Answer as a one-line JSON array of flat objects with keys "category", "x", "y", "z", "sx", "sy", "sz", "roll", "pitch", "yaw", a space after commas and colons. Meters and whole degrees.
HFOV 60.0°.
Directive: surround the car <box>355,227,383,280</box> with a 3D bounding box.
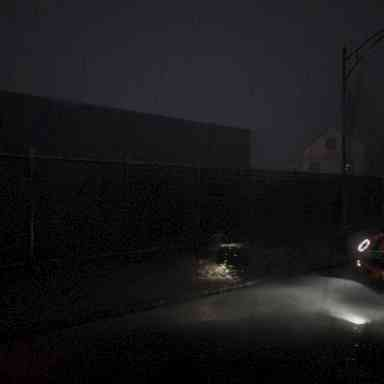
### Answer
[{"category": "car", "x": 6.477, "y": 1.397, "z": 9.119, "sx": 4.553, "sy": 1.767, "sz": 2.097, "roll": 0, "pitch": 0, "yaw": -35}]
